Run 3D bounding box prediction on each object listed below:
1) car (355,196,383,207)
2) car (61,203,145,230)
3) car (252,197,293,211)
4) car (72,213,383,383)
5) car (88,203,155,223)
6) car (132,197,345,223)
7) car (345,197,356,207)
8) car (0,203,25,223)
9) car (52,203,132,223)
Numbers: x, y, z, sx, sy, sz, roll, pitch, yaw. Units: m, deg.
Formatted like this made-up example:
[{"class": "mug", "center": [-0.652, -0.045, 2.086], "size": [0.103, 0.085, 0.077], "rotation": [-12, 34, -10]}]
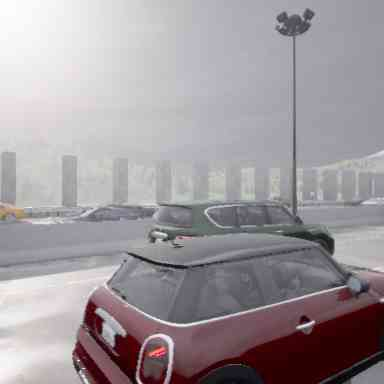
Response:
[{"class": "car", "center": [21.593, 1.391, 38.843], "size": [4.674, 1.442, 1.812], "rotation": [0, 0, -32]}, {"class": "car", "center": [-5.621, 1.482, 21.306], "size": [4.892, 1.490, 1.837], "rotation": [0, 0, -34]}, {"class": "car", "center": [9.609, 1.405, 39.603], "size": [4.892, 1.490, 1.837], "rotation": [0, 0, -32]}, {"class": "car", "center": [0.967, 1.341, 4.313], "size": [4.553, 1.767, 2.097], "rotation": [0, 0, -35]}, {"class": "car", "center": [-5.402, 1.567, 25.677], "size": [4.718, 1.301, 1.895], "rotation": [0, 0, -34]}, {"class": "car", "center": [1.474, 1.201, 9.041], "size": [5.566, 2.045, 2.150], "rotation": [0, 0, -34]}, {"class": "car", "center": [21.682, 1.335, 43.022], "size": [5.008, 1.535, 1.882], "rotation": [0, 0, -32]}, {"class": "car", "center": [-14.657, 1.474, 23.563], "size": [5.008, 1.535, 1.882], "rotation": [0, 0, -35]}, {"class": "car", "center": [-4.918, 1.506, 17.566], "size": [4.674, 1.442, 1.812], "rotation": [0, 0, -34]}]
